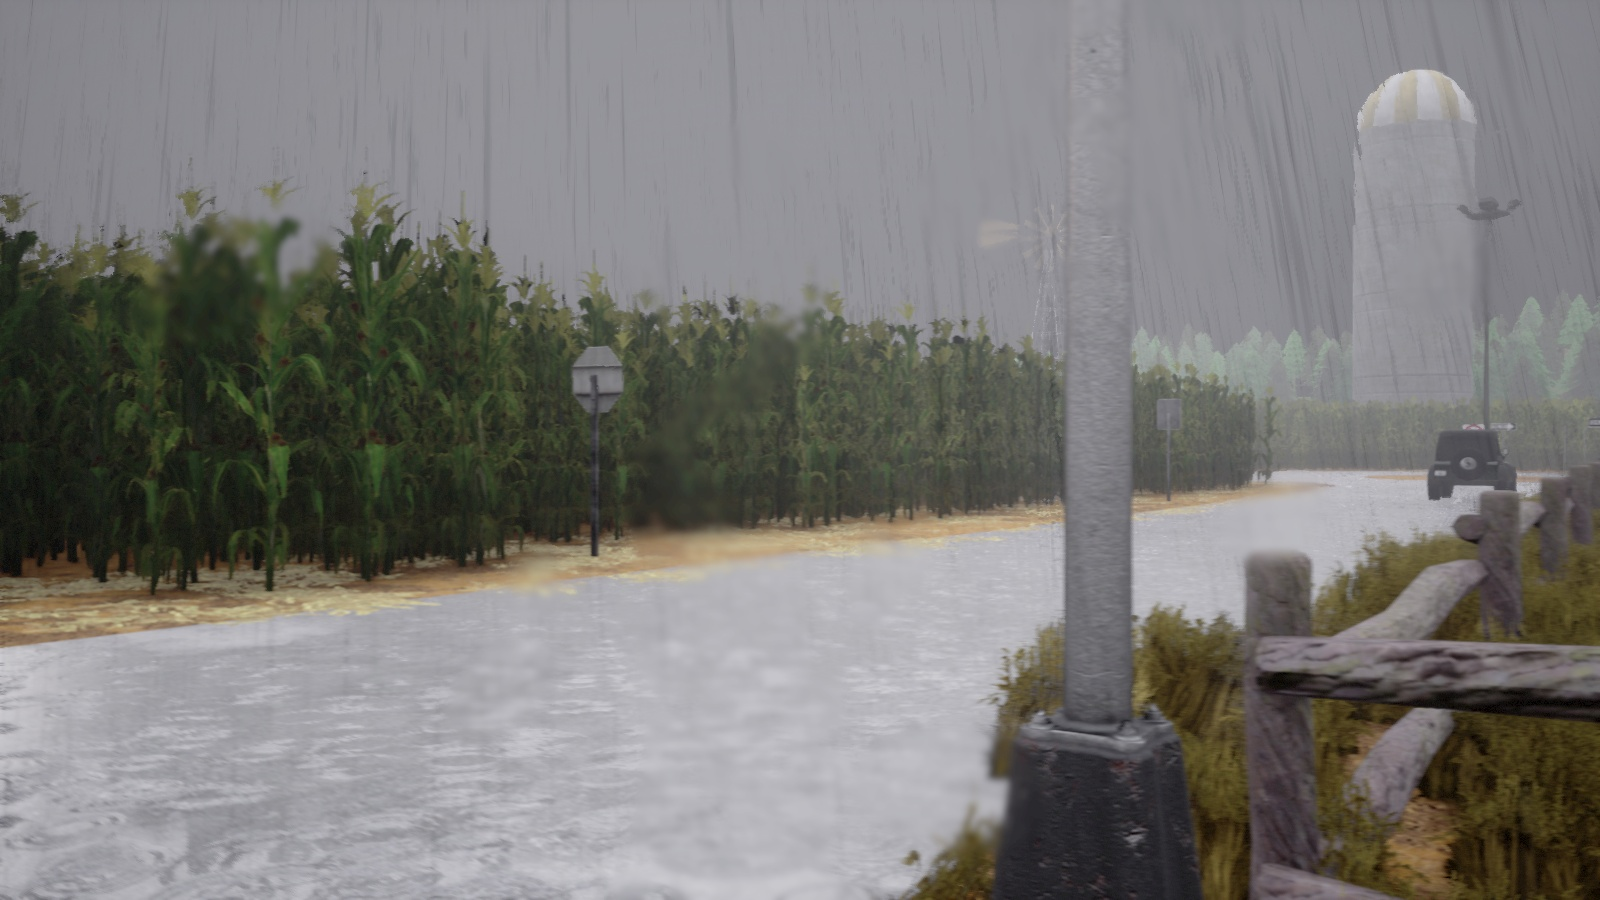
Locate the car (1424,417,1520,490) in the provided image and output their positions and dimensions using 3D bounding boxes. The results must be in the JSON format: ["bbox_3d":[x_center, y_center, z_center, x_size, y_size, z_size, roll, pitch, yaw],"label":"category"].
[{"bbox_3d":[18.367,0.068,34.230,1.905,1.878,3.866,-1,0,34],"label":"car"}]
